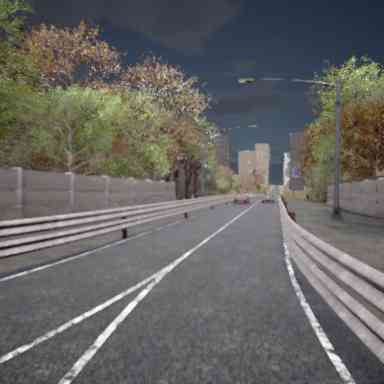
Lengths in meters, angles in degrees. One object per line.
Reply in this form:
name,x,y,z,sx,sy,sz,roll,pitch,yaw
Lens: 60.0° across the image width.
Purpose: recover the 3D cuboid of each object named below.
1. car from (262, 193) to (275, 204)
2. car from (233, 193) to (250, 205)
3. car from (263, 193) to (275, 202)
car,11.738,1.014,51.394,2.033,1.411,5.357,1,0,14
car,6.870,0.940,45.722,1.882,1.535,5.008,1,0,15
car,14.271,0.938,61.358,2.128,1.511,4.902,1,0,14
